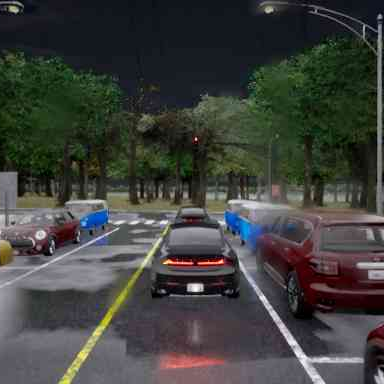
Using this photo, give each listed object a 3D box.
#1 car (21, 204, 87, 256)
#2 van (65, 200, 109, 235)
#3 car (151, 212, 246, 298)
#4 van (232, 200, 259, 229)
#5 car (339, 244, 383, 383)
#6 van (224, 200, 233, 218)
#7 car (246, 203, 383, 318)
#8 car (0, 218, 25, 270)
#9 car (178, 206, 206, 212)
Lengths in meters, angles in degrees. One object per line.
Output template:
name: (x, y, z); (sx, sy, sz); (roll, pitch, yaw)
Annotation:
car: (-5.770, 1.437, 12.771); (1.967, 1.590, 4.097); (0, 0, 0)
van: (-5.773, 1.337, 18.209); (1.690, 1.788, 3.998); (0, 0, 0)
car: (0.073, 1.503, 8.510); (1.837, 1.490, 4.892); (0, 0, 0)
van: (2.755, 1.338, 12.776); (1.690, 1.788, 3.998); (0, 0, 0)
car: (2.762, 1.439, 1.901); (1.967, 1.590, 4.097); (0, 0, 0)
van: (2.752, 1.337, 18.214); (1.690, 1.788, 3.998); (0, 0, 0)
car: (2.758, 1.313, 7.339); (2.192, 1.841, 5.009); (0, 0, 0)
car: (-5.767, 1.523, 7.164); (1.752, 1.417, 4.829); (0, 0, 0)
car: (0.002, 1.501, 17.914); (1.837, 1.490, 4.892); (0, 0, -1)
